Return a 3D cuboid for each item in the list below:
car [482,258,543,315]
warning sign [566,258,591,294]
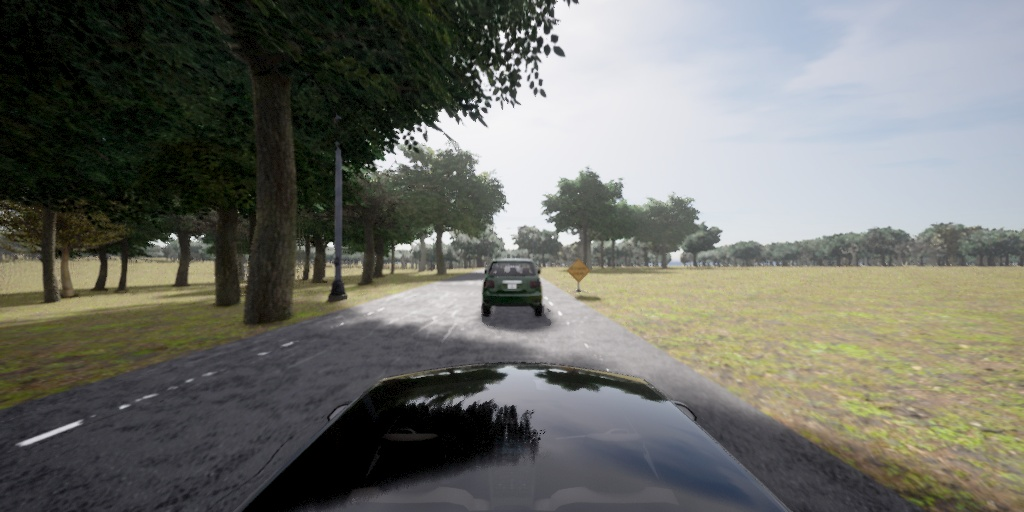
[{"bbox_3d":[0.026,1.112,14.439,2.150,2.045,5.566,0,0,0],"label":"car"},{"bbox_3d":[3.571,1.057,19.223,1.300,1.860,1.060,0,0,0],"label":"warning sign"}]
